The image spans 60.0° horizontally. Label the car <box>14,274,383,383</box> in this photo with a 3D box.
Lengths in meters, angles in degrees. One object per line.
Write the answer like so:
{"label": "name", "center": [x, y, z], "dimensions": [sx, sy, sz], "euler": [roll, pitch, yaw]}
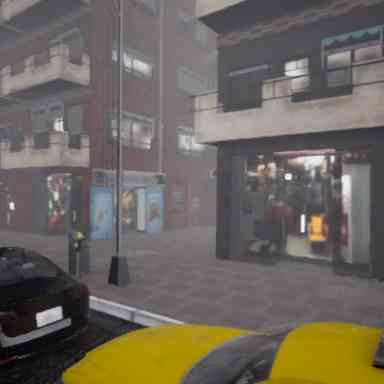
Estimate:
{"label": "car", "center": [0.973, 1.526, 2.168], "dimensions": [4.829, 1.417, 1.752], "euler": [0, 1, 36]}

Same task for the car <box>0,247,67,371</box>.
{"label": "car", "center": [-3.448, 1.576, 5.325], "dimensions": [4.313, 1.339, 1.947], "euler": [0, 1, 36]}
